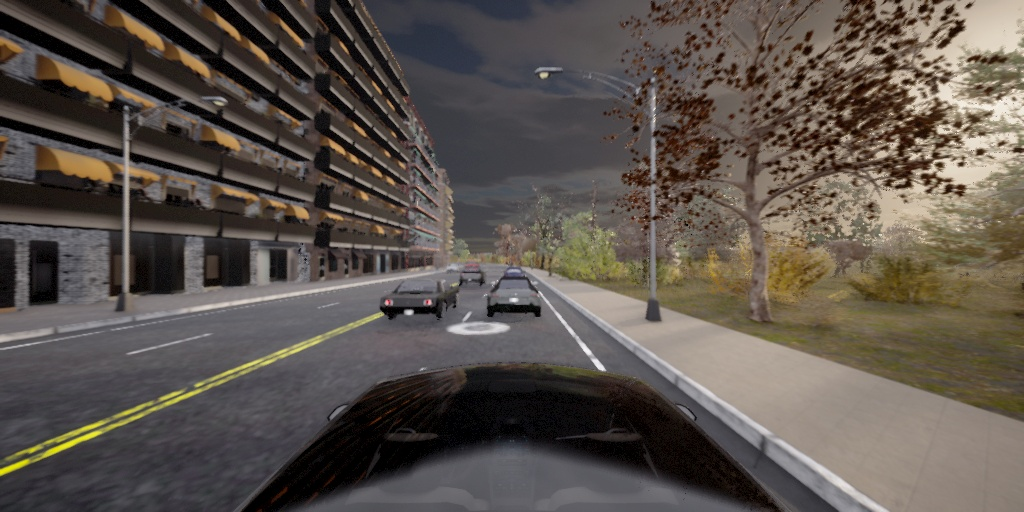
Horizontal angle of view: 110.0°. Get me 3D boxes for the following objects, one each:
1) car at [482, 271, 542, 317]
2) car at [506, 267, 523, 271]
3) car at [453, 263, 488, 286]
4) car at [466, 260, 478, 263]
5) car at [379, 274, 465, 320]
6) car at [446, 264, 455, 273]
[{"bbox_3d":[0.097,1.475,14.094,1.994,1.385,4.181,0,-1,1],"label":"car"},{"bbox_3d":[0.173,1.640,29.677,1.812,1.442,4.674,0,-1,1],"label":"car"},{"bbox_3d":[-3.087,1.596,28.969,2.128,1.511,4.902,0,-1,1],"label":"car"},{"bbox_3d":[-6.503,1.718,58.391,2.150,2.045,5.566,0,-1,-1],"label":"car"},{"bbox_3d":[-3.167,1.500,13.365,1.895,1.301,4.718,0,-1,1],"label":"car"},{"bbox_3d":[-9.763,2.037,59.470,1.812,1.442,4.674,0,-1,-1],"label":"car"}]
